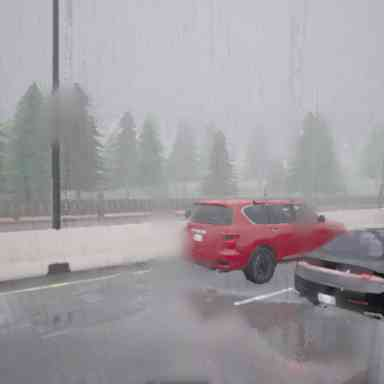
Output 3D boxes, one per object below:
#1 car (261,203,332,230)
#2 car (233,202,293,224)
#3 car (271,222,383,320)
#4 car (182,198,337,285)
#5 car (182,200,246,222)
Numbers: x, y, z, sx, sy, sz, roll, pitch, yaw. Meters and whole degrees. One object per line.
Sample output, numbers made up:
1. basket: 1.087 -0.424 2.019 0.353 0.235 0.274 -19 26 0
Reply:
1. car: 6.799 1.484 21.494 4.674 1.442 1.812 0 0 -33
2. car: 5.329 1.523 24.706 4.181 1.385 1.994 0 0 -33
3. car: 4.107 1.475 6.677 4.902 1.511 2.128 0 0 -36
4. car: 2.337 1.205 9.714 5.566 2.045 2.150 0 0 -36
5. car: 1.798 1.441 26.564 5.008 1.535 1.882 0 0 -34
